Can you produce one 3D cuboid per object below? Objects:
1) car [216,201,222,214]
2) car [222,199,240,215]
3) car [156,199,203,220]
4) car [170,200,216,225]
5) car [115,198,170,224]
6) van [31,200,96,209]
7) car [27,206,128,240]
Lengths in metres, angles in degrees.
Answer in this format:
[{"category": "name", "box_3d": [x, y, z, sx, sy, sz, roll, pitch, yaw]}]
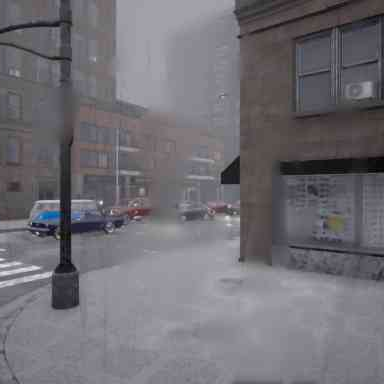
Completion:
[{"category": "car", "box_3d": [2.276, 1.575, 33.364, 1.887, 1.381, 4.507, 0, 0, 36]}, {"category": "car", "box_3d": [5.323, 1.384, 32.857, 2.097, 1.767, 4.553, 0, 0, 36]}, {"category": "car", "box_3d": [-1.002, 1.466, 28.829, 1.967, 1.590, 4.097, 0, 0, 36]}, {"category": "car", "box_3d": [-0.449, 1.529, 24.883, 1.837, 1.490, 4.892, 0, 0, 36]}, {"category": "car", "box_3d": [-4.279, 1.337, 24.293, 2.192, 1.841, 5.009, 0, 0, 36]}, {"category": "van", "box_3d": [-7.556, 1.358, 19.757, 1.690, 1.788, 3.998, 0, 0, 36]}, {"category": "car", "box_3d": [-5.920, 1.617, 17.353, 1.895, 1.301, 4.718, 0, 0, 37]}]
